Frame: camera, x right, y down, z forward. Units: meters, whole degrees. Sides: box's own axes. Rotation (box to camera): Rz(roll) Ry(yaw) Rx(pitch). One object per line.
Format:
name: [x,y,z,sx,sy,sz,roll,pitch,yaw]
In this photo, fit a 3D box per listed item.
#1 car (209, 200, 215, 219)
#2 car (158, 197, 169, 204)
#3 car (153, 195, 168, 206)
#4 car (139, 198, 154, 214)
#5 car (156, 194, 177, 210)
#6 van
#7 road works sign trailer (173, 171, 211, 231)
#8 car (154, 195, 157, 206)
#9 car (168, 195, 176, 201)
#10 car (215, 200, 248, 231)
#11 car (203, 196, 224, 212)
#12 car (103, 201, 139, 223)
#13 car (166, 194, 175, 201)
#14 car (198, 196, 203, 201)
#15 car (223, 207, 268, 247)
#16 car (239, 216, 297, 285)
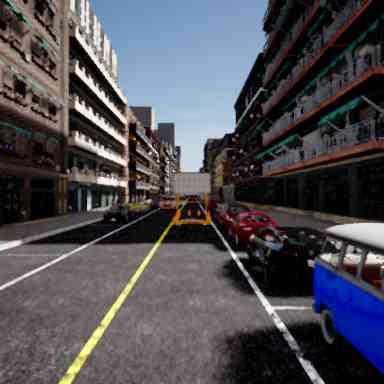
car: [2.691,1.611,26.260,2.008,1.369,4.403,0,0,0]
car: [-5.691,1.721,65.720,1.802,1.307,4.206,0,0,0]
car: [-5.689,1.443,60.084,2.192,1.841,5.009,0,0,0]
car: [-5.690,1.609,37.367,1.752,1.417,4.829,0,0,0]
car: [-3.090,1.448,44.009,2.097,1.767,4.553,0,0,0]
van: [2.692,1.350,3.716,1.690,1.788,3.998,0,0,0]
road works sign trailer: [-0.001,0.513,20.760,2.380,3.560,2.880,0,0,0]
car: [-5.690,1.557,54.447,1.967,1.590,4.097,0,0,0]
car: [-5.690,1.629,93.901,1.967,1.590,4.097,0,0,0]
car: [2.691,1.488,20.625,1.967,1.590,4.097,0,0,0]
car: [2.692,1.399,37.534,2.192,1.841,5.009,0,0,0]
car: [-5.690,1.627,26.263,1.947,1.339,4.313,0,0,0]
car: [-5.689,1.494,88.266,2.192,1.841,5.009,0,0,0]
car: [2.690,1.705,88.431,1.752,1.417,4.829,0,0,0]
car: [2.691,1.580,14.988,1.887,1.381,4.507,0,0,0]
car: [2.690,1.588,9.352,1.947,1.339,4.313,0,0,0]
